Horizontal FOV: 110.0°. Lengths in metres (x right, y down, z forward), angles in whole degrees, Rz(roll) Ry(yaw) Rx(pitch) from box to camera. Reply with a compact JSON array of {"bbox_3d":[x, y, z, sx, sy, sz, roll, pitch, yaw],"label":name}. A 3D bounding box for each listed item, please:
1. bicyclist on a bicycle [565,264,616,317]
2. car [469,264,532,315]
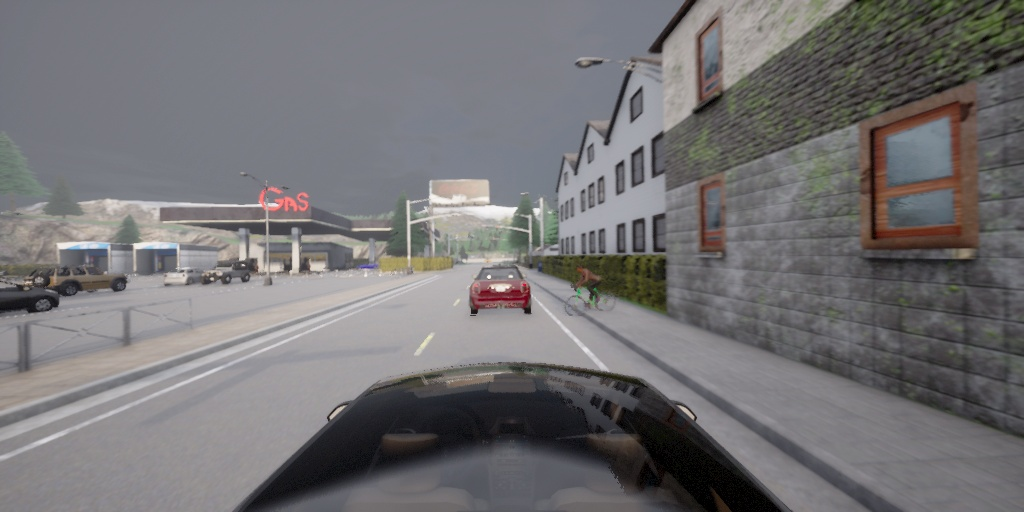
[{"bbox_3d":[2.392,1.050,11.291,1.656,1.620,0.582,-9,1,-3],"label":"bicyclist on a bicycle"},{"bbox_3d":[-0.474,1.092,13.783,2.097,1.767,4.553,-1,0,-3],"label":"car"}]
